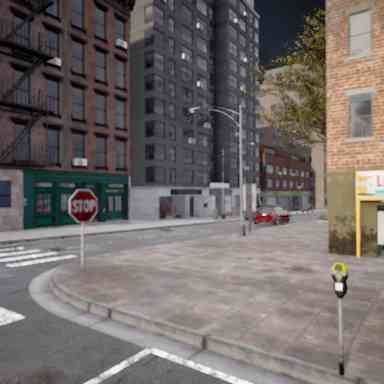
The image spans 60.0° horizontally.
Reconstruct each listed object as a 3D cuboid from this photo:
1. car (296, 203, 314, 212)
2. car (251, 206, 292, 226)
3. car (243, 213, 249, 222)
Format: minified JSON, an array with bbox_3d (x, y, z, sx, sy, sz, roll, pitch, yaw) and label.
[{"bbox_3d":[16.425,2.381,48.059,1.837,1.490,4.892,-1,-2,35],"label":"car"},{"bbox_3d":[7.480,2.079,30.449,2.097,1.767,4.553,-1,-2,35],"label":"car"},{"bbox_3d":[7.155,2.444,35.089,1.895,1.301,4.718,-1,-2,35],"label":"car"}]
